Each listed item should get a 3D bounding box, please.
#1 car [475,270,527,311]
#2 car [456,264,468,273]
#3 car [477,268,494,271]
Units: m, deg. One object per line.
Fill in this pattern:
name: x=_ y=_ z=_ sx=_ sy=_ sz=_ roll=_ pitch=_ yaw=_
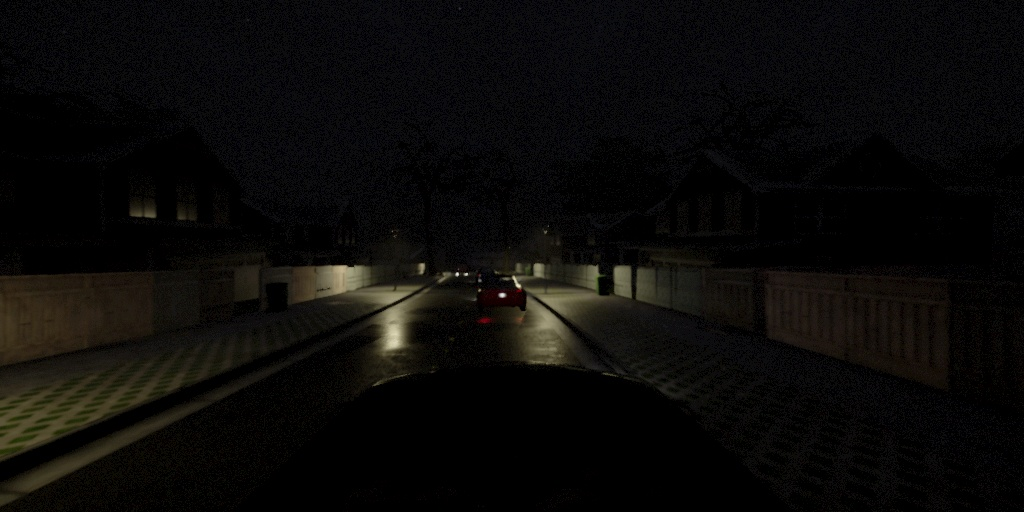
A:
car: x=-0.518 y=1.469 z=15.477 sx=1.994 sy=1.385 sz=4.181 roll=0 pitch=-1 yaw=-5
car: x=-8.774 y=2.189 z=63.247 sx=1.882 sy=1.535 sz=5.008 roll=0 pitch=-1 yaw=-6
car: x=-2.117 y=1.681 z=30.539 sx=1.994 sy=1.385 sz=4.181 roll=0 pitch=-1 yaw=-6
